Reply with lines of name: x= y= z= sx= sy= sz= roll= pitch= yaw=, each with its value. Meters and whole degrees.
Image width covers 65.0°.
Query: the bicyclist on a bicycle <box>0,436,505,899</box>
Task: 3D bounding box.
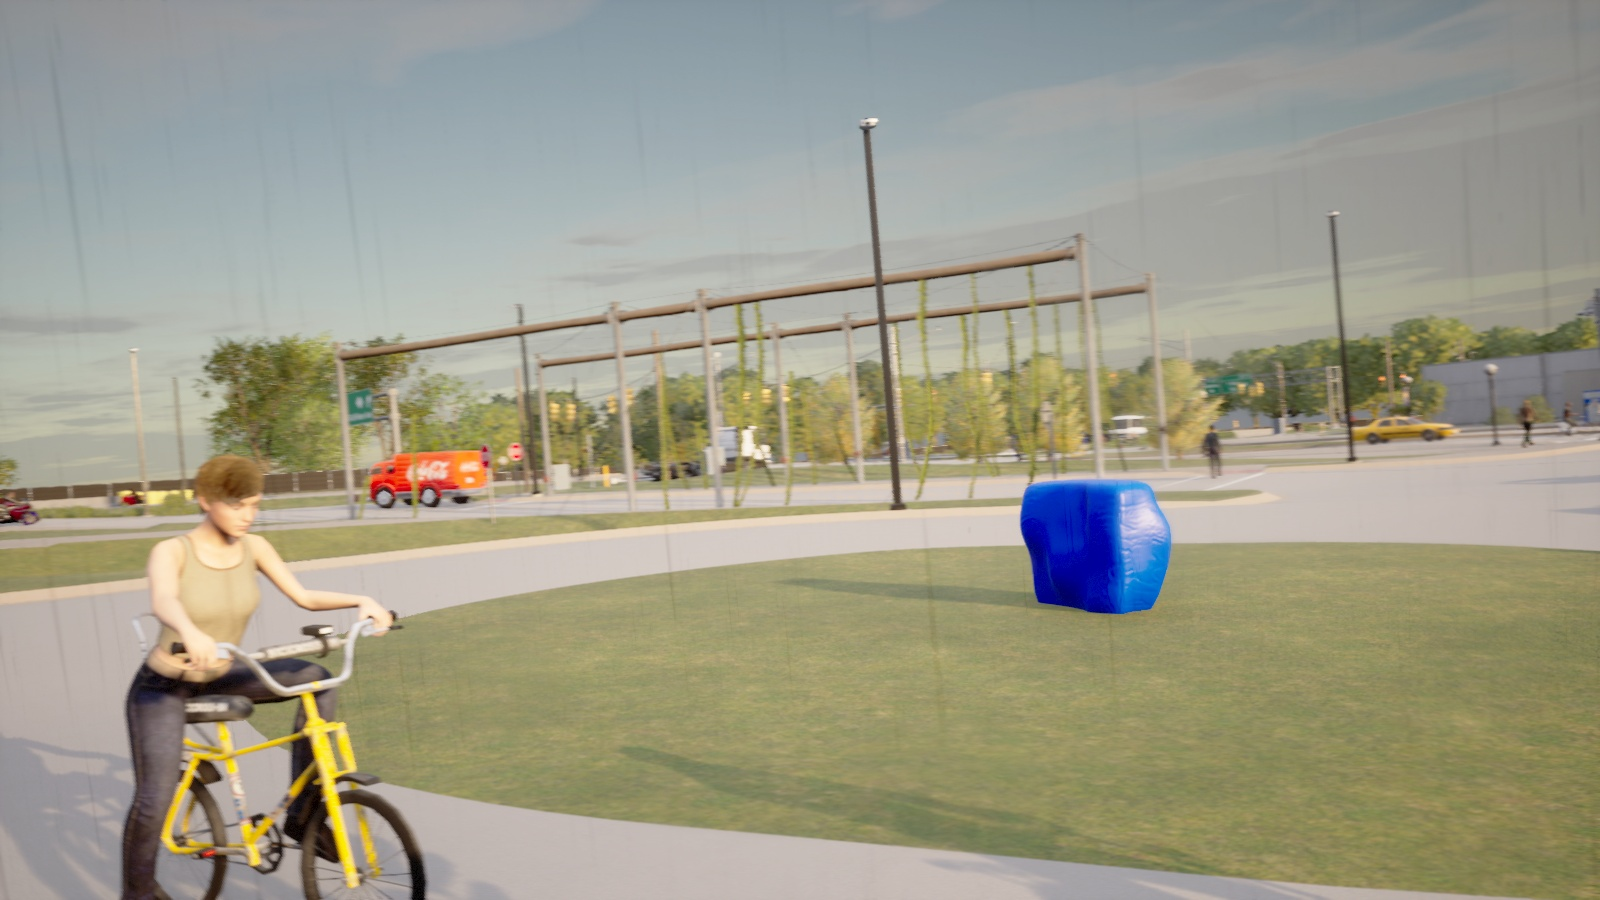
bicyclist on a bicycle: x=-1.882 y=0.803 z=4.186 sx=1.509 sy=1.612 sz=0.866 roll=-3 pitch=-1 yaw=31

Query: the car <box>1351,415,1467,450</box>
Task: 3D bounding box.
car: x=33.305 y=-0.933 z=68.821 sx=1.801 sy=1.575 sz=5.366 roll=-4 pitch=0 yaw=-44

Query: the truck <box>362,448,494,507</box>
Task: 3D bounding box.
truck: x=-17.056 y=1.260 z=57.564 sx=5.204 sy=2.467 sz=2.627 roll=-2 pitch=0 yaw=22

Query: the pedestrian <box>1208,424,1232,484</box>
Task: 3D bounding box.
pedestrian: x=14.133 y=0.133 z=42.242 sx=0.423 sy=1.949 sz=0.788 roll=-4 pitch=0 yaw=36

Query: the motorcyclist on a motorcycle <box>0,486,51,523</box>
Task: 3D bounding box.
motorcyclist on a motorcycle: x=-34.501 y=2.413 z=55.534 sx=2.191 sy=1.530 sz=0.866 roll=-1 pitch=-2 yaw=-39

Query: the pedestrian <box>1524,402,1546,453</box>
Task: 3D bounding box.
pedestrian: x=27.185 y=-0.829 z=46.431 sx=0.634 sy=1.846 sz=0.331 roll=-5 pitch=0 yaw=-32

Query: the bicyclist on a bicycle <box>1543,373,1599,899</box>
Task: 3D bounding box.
bicyclist on a bicycle: x=2.755 y=0.724 z=2.721 sx=1.843 sy=1.776 sz=0.659 roll=1 pitch=0 yaw=8

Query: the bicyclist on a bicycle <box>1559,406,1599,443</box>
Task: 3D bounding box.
bicyclist on a bicycle: x=39.128 y=-1.268 z=62.807 sx=1.843 sy=1.776 sz=0.659 roll=-3 pitch=1 yaw=45

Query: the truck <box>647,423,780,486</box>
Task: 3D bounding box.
truck: x=-5.308 y=0.232 z=78.058 sx=7.936 sy=3.462 sz=2.891 roll=-3 pitch=-1 yaw=-41
